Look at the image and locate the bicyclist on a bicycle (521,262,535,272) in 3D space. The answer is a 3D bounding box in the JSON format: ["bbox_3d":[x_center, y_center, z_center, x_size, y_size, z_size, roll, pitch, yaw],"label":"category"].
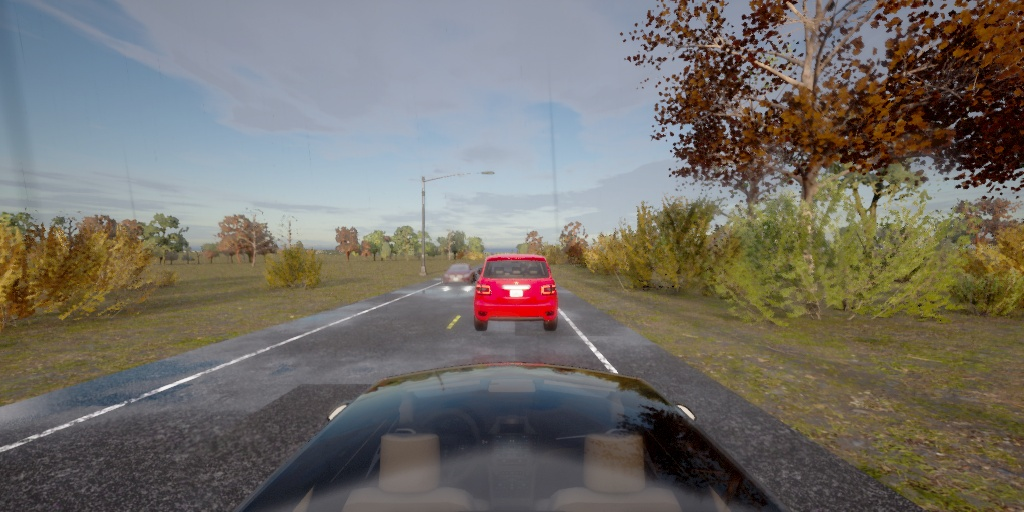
[{"bbox_3d":[0.945,1.114,18.797,0.659,1.776,1.843,0,0,0],"label":"bicyclist on a bicycle"}]

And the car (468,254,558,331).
[{"bbox_3d":[0.093,0.968,11.091,2.150,2.045,5.566,0,0,0],"label":"car"}]

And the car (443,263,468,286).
[{"bbox_3d":[-3.644,1.267,25.538,1.812,1.442,4.674,0,0,0],"label":"car"}]

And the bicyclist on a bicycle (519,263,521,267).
[{"bbox_3d":[0.907,1.110,28.810,0.659,1.776,1.843,0,0,0],"label":"bicyclist on a bicycle"}]
